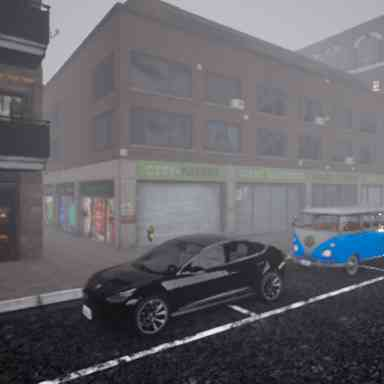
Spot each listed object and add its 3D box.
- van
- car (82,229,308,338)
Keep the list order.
[{"bbox_3d":[4.685,1.319,9.906,3.998,1.788,1.690,0,0,-36],"label":"van"},{"bbox_3d":[0.088,1.557,6.625,4.313,1.339,1.947,0,0,-36],"label":"car"}]
